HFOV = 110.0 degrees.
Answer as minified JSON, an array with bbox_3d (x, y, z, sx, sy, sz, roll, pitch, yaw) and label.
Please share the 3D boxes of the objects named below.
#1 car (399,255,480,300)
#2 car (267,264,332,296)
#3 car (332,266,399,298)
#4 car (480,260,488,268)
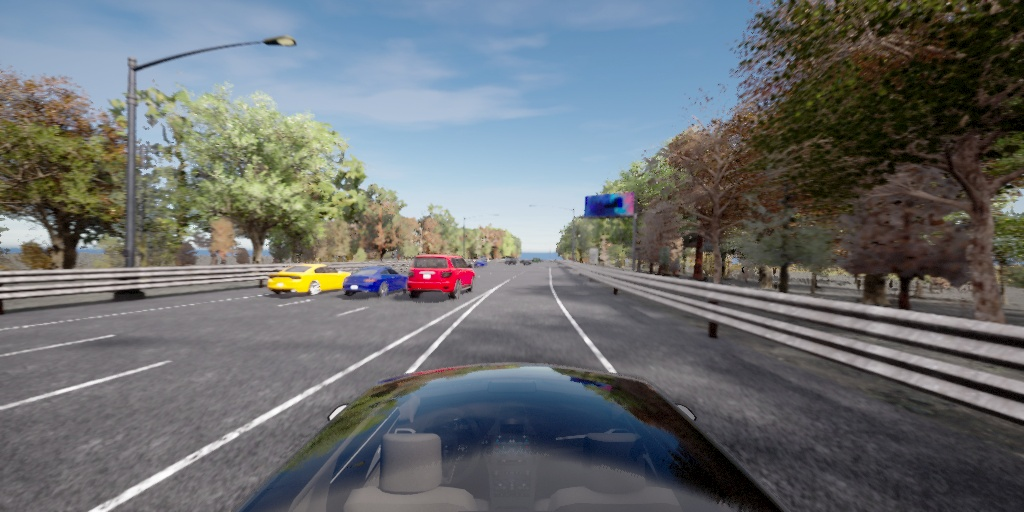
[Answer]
[{"bbox_3d":[-3.351,0.974,17.971,2.150,2.045,5.566,0,0,6],"label":"car"},{"bbox_3d":[-10.297,1.168,18.791,1.882,1.535,5.008,1,0,6],"label":"car"},{"bbox_3d":[-6.824,1.247,18.357,1.812,1.442,4.674,1,0,6],"label":"car"},{"bbox_3d":[-5.514,1.378,64.208,1.812,1.442,4.674,1,0,6],"label":"car"}]
